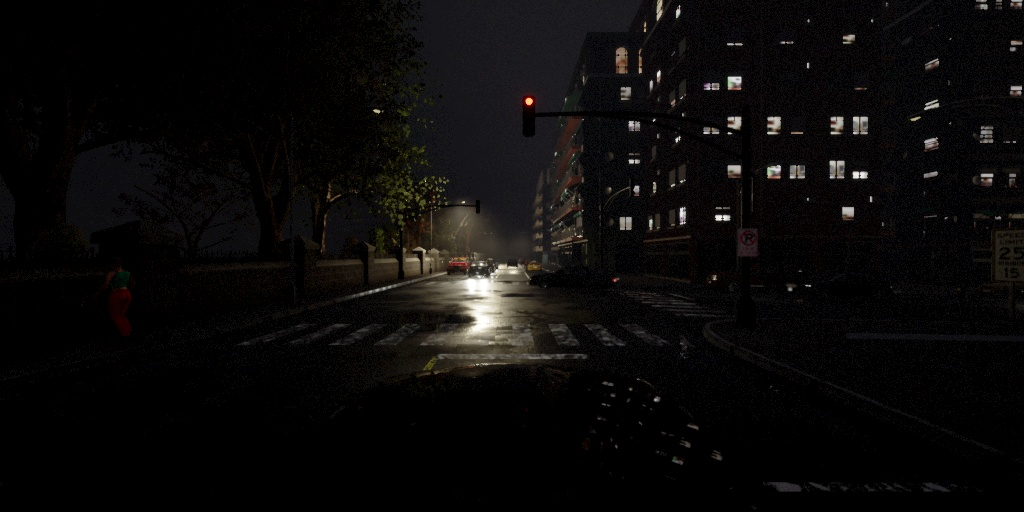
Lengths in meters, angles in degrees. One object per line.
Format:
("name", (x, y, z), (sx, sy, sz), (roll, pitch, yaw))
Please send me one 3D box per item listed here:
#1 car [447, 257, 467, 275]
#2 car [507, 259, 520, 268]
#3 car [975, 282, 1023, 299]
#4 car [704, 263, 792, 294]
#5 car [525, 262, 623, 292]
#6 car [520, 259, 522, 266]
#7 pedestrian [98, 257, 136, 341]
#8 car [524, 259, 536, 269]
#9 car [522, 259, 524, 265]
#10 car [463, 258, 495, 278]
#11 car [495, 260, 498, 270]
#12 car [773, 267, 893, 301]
("car", (-5.646, 1.070, 38.590), (2.192, 1.841, 5.009), (0, 0, 0))
("car", (0.075, 1.249, 63.484), (1.882, 1.535, 5.008), (0, 0, 0))
("car", (31.538, 1.857, 22.013), (4.829, 1.417, 1.751), (0, 0, 0))
("car", (14.622, 1.338, 21.981), (5.009, 1.841, 2.192), (0, 0, 0))
("car", (3.769, 1.319, 21.316), (5.357, 1.411, 2.033), (1, 0, 28))
("car", (2.754, 1.316, 55.187), (2.007, 1.370, 4.403), (0, 0, 0))
("pedestrian", (-8.555, 0.891, 7.814), (0.375, 1.860, 0.375), (0, 0, 0))
("car", (2.741, 1.283, 44.286), (1.751, 1.417, 4.829), (0, 0, 0))
("car", (2.747, 1.307, 49.651), (1.888, 1.381, 4.507), (0, 0, 0))
("car", (-3.063, 1.245, 34.348), (2.128, 1.511, 4.902), (0, 0, 0))
("car", (-3.047, 1.262, 43.699), (1.837, 1.490, 4.892), (0, 0, 0))
("car", (17.514, 1.577, 19.391), (4.902, 1.511, 2.128), (1, 0, 0))
